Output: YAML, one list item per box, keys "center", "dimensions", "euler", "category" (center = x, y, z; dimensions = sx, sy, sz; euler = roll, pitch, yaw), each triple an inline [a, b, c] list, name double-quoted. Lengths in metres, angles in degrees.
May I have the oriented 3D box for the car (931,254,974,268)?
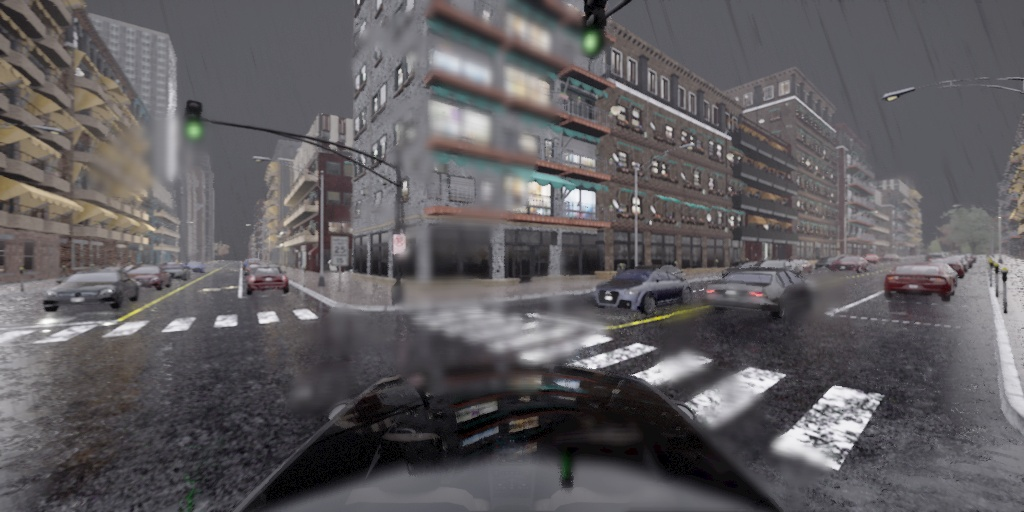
- center: [39.334, 0.700, 31.989]
  dimensions: [4.403, 1.370, 2.007]
  euler: [0, 0, -37]
  category: "car"

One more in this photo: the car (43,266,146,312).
- center: [-16.854, 1.301, 14.619]
  dimensions: [1.812, 1.442, 4.674]
  euler: [0, 0, -37]
  category: "car"

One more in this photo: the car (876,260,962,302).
- center: [16.854, 0.988, 14.791]
  dimensions: [4.507, 1.381, 1.888]
  euler: [0, 0, -37]
  category: "car"

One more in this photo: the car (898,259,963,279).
- center: [21.316, 0.966, 18.276]
  dimensions: [4.207, 1.307, 1.802]
  euler: [0, 0, -37]
  category: "car"

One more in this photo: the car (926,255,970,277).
- center: [30.323, 0.812, 25.133]
  dimensions: [4.507, 1.381, 1.888]
  euler: [0, 0, -37]
  category: "car"

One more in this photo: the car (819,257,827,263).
- center: [34.292, 0.769, 38.684]
  dimensions: [4.313, 1.339, 1.948]
  euler: [0, 0, -37]
  category: "car"

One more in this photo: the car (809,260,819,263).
- center: [25.281, 0.903, 31.828]
  dimensions: [4.207, 1.307, 1.802]
  euler: [0, 0, -37]
  category: "car"

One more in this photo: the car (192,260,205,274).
- center: [-37.682, 1.361, 42.439]
  dimensions: [1.882, 1.535, 5.008]
  euler: [0, 0, -37]
  category: "car"

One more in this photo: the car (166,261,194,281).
- center: [-28.506, 1.395, 30.101]
  dimensions: [1.994, 1.385, 4.181]
  euler: [0, 0, -37]
  category: "car"

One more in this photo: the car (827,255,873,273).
- center: [30.868, 0.729, 32.741]
  dimensions: [5.008, 1.535, 1.882]
  euler: [-1, 0, -37]
  category: "car"

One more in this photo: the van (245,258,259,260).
- center: [-33.927, 1.256, 46.903]
  dimensions: [1.690, 1.789, 3.998]
  euler: [0, 0, -37]
  category: "van"

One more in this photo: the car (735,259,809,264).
- center: [15.308, 0.932, 20.988]
  dimensions: [5.008, 1.535, 1.882]
  euler: [-1, 0, -37]
  category: "car"

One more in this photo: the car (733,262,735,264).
- center: [16.272, 1.004, 24.975]
  dimensions: [4.313, 1.339, 1.948]
  euler: [0, 0, -37]
  category: "car"

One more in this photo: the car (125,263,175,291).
- center: [-22.336, 1.327, 21.899]
  dimensions: [1.812, 1.442, 4.674]
  euler: [0, 0, -37]
  category: "car"

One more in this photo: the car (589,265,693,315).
- center: [4.673, 1.159, 12.835]
  dimensions: [4.181, 1.385, 1.994]
  euler: [-1, 0, -39]
  category: "car"

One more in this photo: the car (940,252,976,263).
- center: [48.345, 0.472, 38.845]
  dimensions: [4.097, 1.591, 1.967]
  euler: [0, 0, -37]
  category: "car"

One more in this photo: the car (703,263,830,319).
- center: [8.303, 1.098, 11.766]
  dimensions: [5.357, 1.411, 2.033]
  euler: [-1, 0, -37]
  category: "car"

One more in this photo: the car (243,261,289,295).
- center: [-13.950, 1.255, 20.378]
  dimensions: [1.967, 1.591, 4.097]
  euler: [0, 0, -37]
  category: "car"
